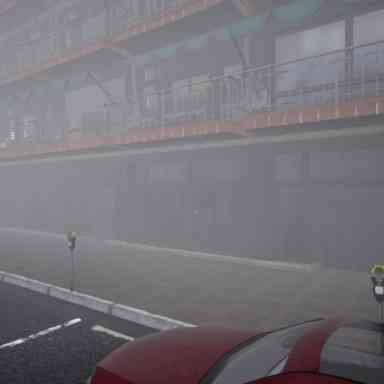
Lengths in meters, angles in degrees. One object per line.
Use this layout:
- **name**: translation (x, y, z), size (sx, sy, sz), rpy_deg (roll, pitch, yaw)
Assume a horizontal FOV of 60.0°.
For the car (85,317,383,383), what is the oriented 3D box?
- **car**: translation (0.999, 1.582, 2.162), size (4.206, 1.307, 1.802), rpy_deg (0, 0, 35)
